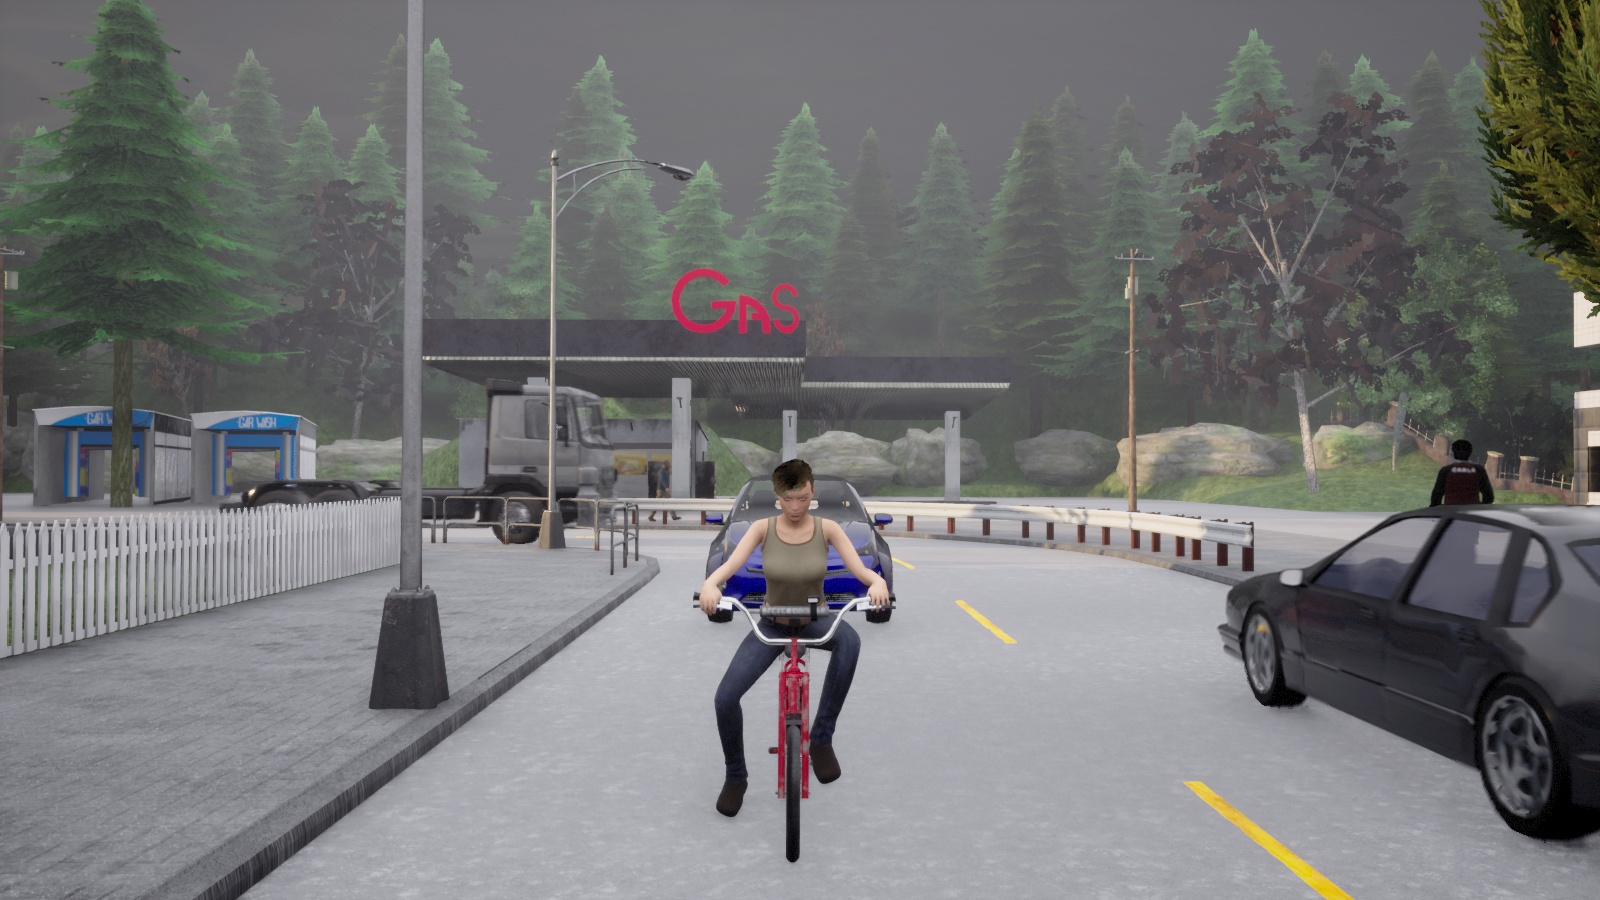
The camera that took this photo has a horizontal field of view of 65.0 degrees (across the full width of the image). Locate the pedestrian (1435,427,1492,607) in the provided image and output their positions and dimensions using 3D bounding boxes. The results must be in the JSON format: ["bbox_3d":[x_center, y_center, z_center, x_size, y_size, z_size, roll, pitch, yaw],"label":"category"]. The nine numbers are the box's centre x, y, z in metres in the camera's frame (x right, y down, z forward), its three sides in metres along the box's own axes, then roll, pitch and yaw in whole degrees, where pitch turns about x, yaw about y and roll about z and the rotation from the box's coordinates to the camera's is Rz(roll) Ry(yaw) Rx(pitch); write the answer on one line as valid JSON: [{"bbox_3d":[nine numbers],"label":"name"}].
[{"bbox_3d":[7.344,0.728,13.915,0.402,1.930,0.666,-1,-1,16],"label":"pedestrian"}]

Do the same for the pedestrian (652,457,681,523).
[{"bbox_3d":[-3.778,1.134,35.493,0.726,1.842,0.402,0,-1,14],"label":"pedestrian"}]

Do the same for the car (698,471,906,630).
[{"bbox_3d":[-0.022,1.002,14.357,2.007,1.525,4.514,0,-1,-1],"label":"car"}]

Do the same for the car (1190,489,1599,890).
[{"bbox_3d":[3.981,0.961,6.828,2.033,1.411,5.357,0,-1,0],"label":"car"}]

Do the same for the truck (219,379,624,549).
[{"bbox_3d":[-8.027,0.323,27.335,7.936,3.462,2.891,0,-1,2],"label":"truck"}]

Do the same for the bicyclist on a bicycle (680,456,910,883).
[{"bbox_3d":[-0.018,0.844,5.523,0.866,1.612,1.509,0,-1,0],"label":"bicyclist on a bicycle"}]
